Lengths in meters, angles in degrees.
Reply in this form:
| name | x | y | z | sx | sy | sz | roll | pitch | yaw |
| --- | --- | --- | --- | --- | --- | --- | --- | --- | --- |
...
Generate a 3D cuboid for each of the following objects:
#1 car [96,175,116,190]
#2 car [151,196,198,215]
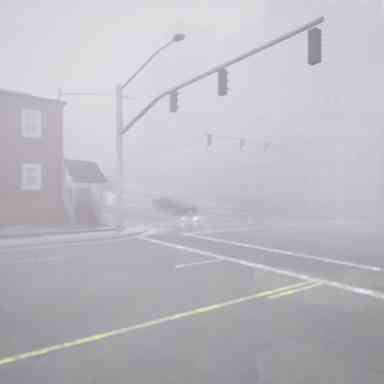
| name | x | y | z | sx | sy | sz | roll | pitch | yaw |
| --- | --- | --- | --- | --- | --- | --- | --- | --- | --- |
| car | -10.687 | -1.279 | 42.165 | 2.128 | 1.511 | 4.902 | 0 | 12 | -36 |
| car | -1.656 | 1.090 | 29.596 | 2.033 | 1.411 | 5.357 | 0 | 5 | -36 |
